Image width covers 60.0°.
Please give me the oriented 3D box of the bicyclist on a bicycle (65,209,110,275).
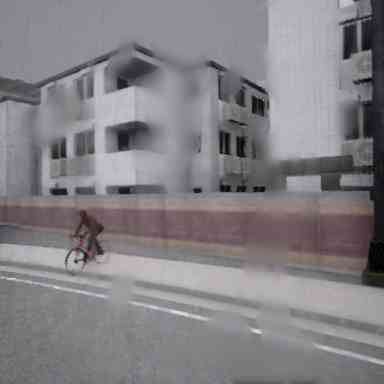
[{"bbox_3d":[-2.748,1.259,8.844,0.582,1.620,1.656,0,4,27],"label":"bicyclist on a bicycle"}]
